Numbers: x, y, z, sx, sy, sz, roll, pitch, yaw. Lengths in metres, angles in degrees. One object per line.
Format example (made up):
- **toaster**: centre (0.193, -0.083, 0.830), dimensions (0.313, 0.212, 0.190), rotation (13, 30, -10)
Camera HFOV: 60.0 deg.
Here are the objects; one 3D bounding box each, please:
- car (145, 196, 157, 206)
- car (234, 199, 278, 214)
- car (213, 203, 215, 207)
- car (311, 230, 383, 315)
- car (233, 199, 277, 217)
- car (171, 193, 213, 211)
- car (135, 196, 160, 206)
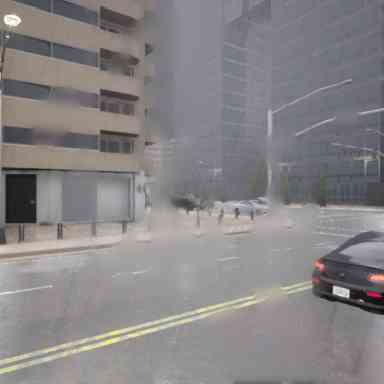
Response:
- **car**: centre (-7.378, 1.297, 49.590), dimensions (2.097, 1.767, 4.553), rotation (0, 0, -35)
- **car**: centre (6.778, 1.470, 35.642), dimensions (1.812, 1.442, 4.674), rotation (0, 0, -36)
- **car**: centre (0.972, 1.449, 43.790), dimensions (1.837, 1.490, 4.892), rotation (0, 0, -35)
- **car**: centre (4.409, 1.526, 6.961), dimensions (4.674, 1.442, 1.812), rotation (0, 0, -35)
- **car**: centre (5.739, 1.470, 31.079), dimensions (1.812, 1.442, 4.674), rotation (0, 0, -35)
- **car**: centre (-0.376, 1.165, 39.624), dimensions (2.150, 2.045, 5.566), rotation (0, 0, -36)
- **car**: centre (-7.575, 1.437, 55.995), dimensions (2.128, 1.511, 4.902), rotation (0, 0, -35)
